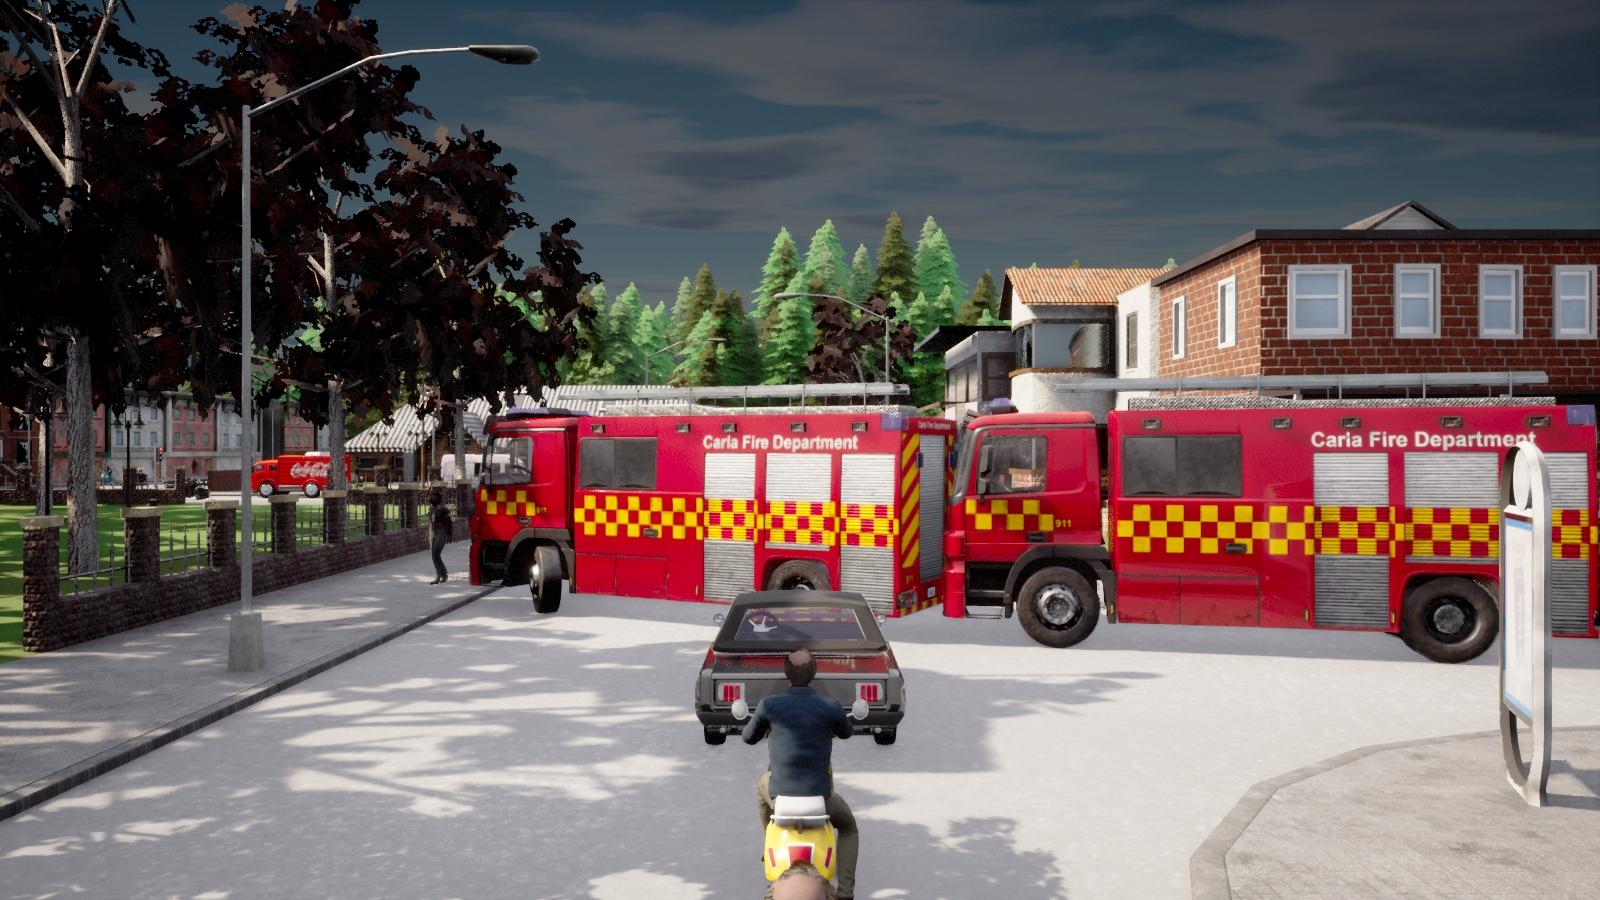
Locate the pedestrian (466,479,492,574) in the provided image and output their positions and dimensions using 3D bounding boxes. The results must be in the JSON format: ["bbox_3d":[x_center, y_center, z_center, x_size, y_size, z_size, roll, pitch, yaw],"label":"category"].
[{"bbox_3d":[-6.422,1.515,22.837,0.375,1.860,0.375,0,0,-44],"label":"pedestrian"}]

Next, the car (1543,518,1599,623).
[{"bbox_3d":[14.341,1.835,17.290,4.792,1.488,2.163,0,0,0],"label":"car"}]

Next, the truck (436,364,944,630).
[{"bbox_3d":[-2.040,0.664,19.657,8.468,3.827,2.891,0,0,27],"label":"truck"}]

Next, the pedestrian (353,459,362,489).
[{"bbox_3d":[-27.825,1.495,71.839,0.375,1.860,0.375,0,0,4],"label":"pedestrian"}]

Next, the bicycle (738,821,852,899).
[{"bbox_3d":[-0.015,1.938,3.086,0.329,1.271,1.835,0,0,0],"label":"bicycle"}]

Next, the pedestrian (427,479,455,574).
[{"bbox_3d":[-7.157,1.515,22.788,0.375,1.860,0.375,0,0,30],"label":"pedestrian"}]

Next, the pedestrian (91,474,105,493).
[{"bbox_3d":[-41.005,1.982,66.760,0.500,1.100,0.500,0,0,-4],"label":"pedestrian"}]

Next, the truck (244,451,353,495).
[{"bbox_3d":[-29.165,1.318,66.623,5.204,2.467,2.627,0,0,0],"label":"truck"}]

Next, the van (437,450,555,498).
[{"bbox_3d":[-16.613,1.289,62.612,5.915,2.561,1.988,0,0,0],"label":"van"}]

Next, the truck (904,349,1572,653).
[{"bbox_3d":[5.951,0.661,16.806,8.468,3.827,2.891,0,0,14],"label":"truck"}]

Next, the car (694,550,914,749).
[{"bbox_3d":[0.033,1.930,12.217,1.895,1.301,4.718,0,0,0],"label":"car"}]
